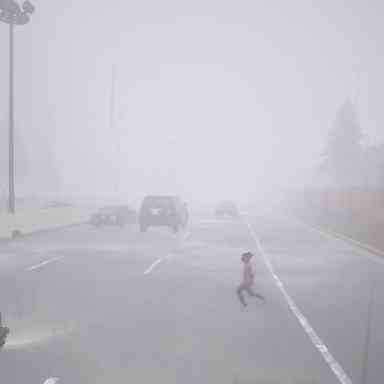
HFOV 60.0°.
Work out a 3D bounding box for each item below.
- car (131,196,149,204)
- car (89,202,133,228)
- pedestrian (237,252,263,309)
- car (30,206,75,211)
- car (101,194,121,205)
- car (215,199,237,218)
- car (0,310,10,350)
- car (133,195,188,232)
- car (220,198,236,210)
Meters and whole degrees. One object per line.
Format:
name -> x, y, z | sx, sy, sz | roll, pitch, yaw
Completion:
car -> -10.229, 1.496, 65.802 | 2.128, 1.511, 4.902 | 0, 0, 7
car -> -4.914, 1.547, 21.991 | 2.033, 1.411, 5.357 | 0, 0, 7
pedestrian -> 1.131, 1.294, 6.509 | 0.375, 1.860, 0.375 | 0, 0, 4
car -> -11.478, 1.491, 27.622 | 2.128, 1.511, 4.902 | 0, 0, 7
car -> -14.528, 1.350, 59.965 | 2.097, 1.767, 4.553 | 0, 0, 7
car -> 3.158, 1.601, 30.395 | 1.895, 1.301, 4.718 | 0, 0, 7
car -> -3.357, 1.547, 1.860 | 2.033, 1.411, 5.357 | 0, 0, 1
car -> -1.604, 1.219, 20.188 | 2.150, 2.045, 5.566 | 0, 0, 7
car -> 4.692, 1.564, 43.013 | 1.994, 1.385, 4.181 | 0, 0, 7
